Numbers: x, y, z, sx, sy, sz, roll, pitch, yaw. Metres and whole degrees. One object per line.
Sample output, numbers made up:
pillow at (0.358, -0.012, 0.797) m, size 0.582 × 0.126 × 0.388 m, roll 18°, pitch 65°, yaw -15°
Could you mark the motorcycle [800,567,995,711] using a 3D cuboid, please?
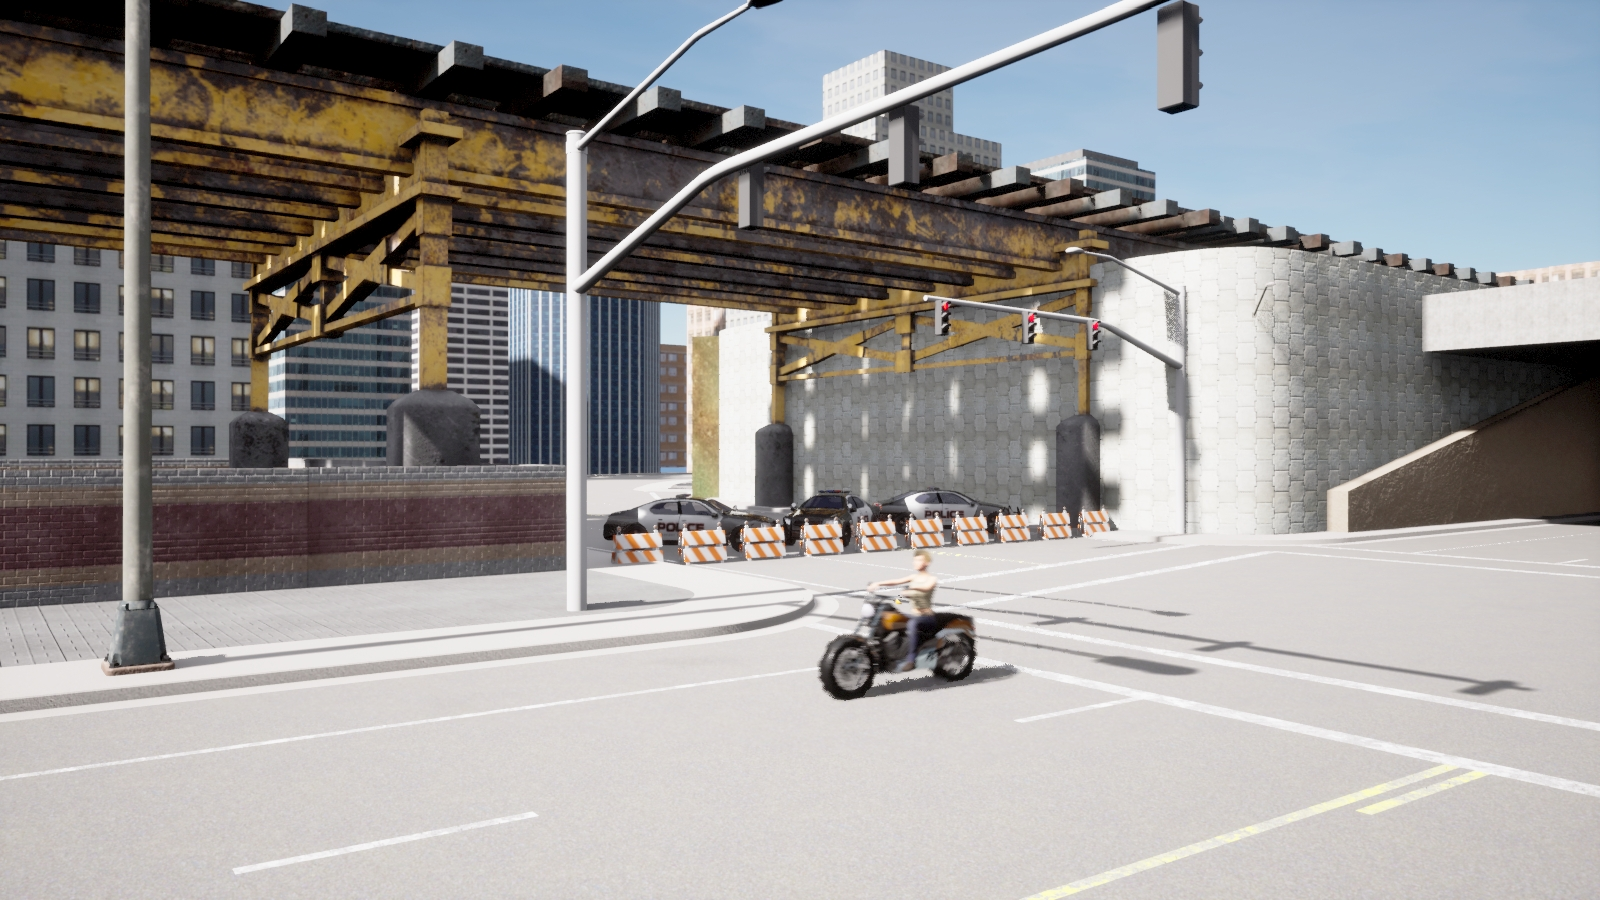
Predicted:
motorcycle at (1.173, 2.142, 13.328) m, size 2.356 × 1.332 × 0.764 m, roll 0°, pitch 0°, yaw -37°
